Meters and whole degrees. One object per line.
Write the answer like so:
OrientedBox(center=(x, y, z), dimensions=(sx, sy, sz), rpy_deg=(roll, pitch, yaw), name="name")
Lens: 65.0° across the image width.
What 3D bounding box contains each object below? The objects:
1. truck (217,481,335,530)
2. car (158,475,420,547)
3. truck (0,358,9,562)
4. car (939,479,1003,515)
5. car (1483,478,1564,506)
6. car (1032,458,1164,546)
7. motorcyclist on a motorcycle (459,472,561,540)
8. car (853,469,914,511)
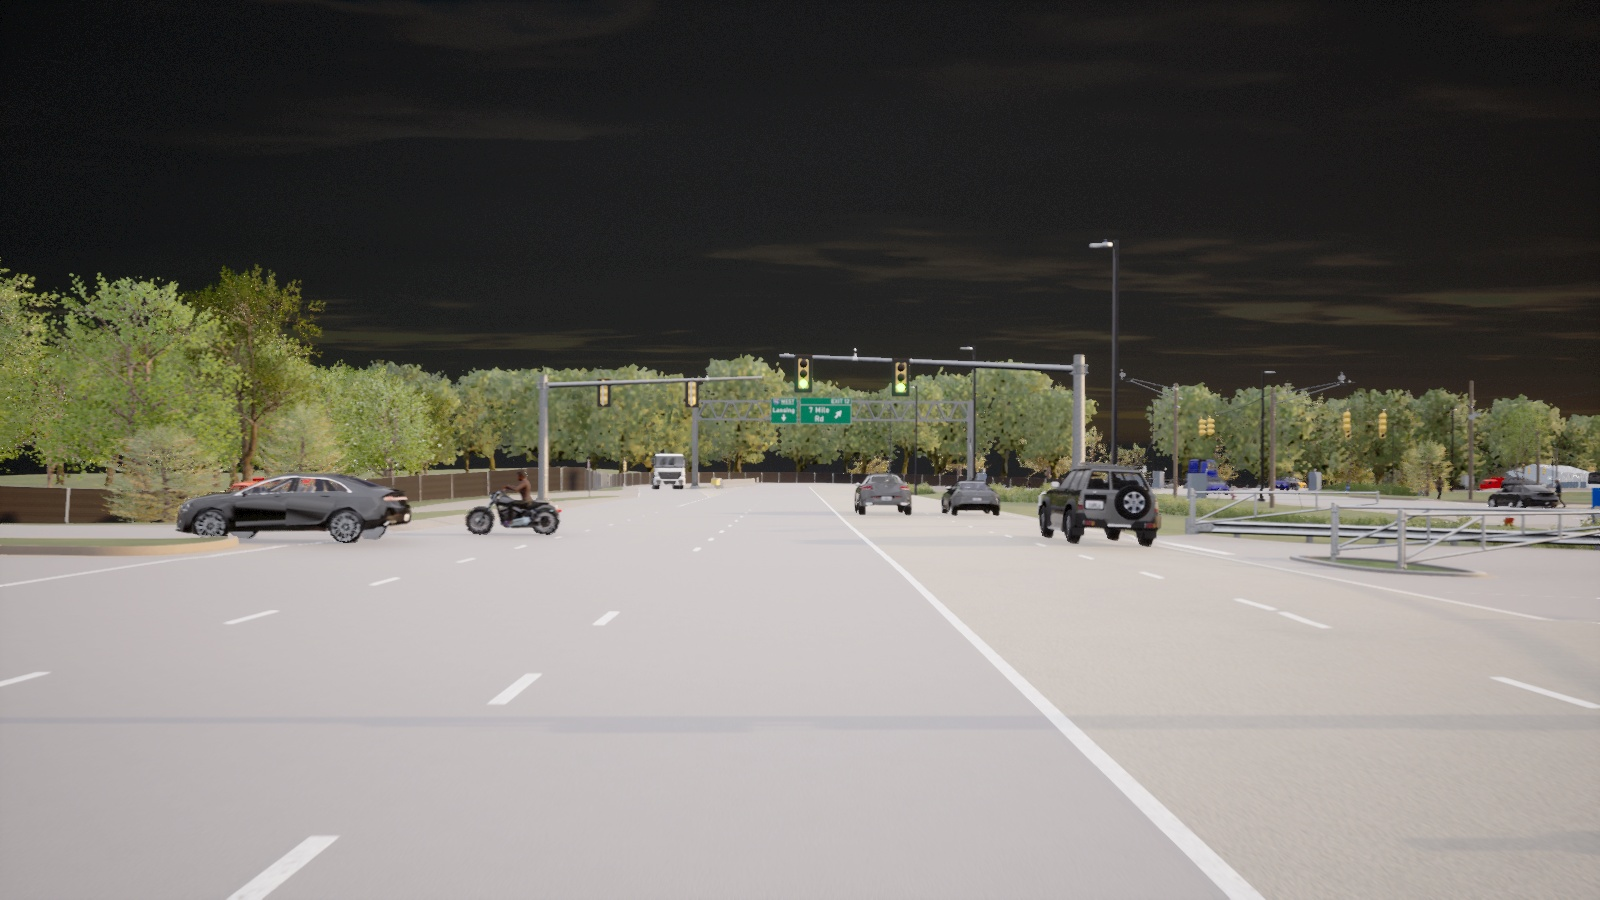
OrientedBox(center=(-27.329, 2.843, 65.642), dimensions=(2.627, 2.467, 5.204), rpy_deg=(-1, -2, 27), name="truck")
OrientedBox(center=(-11.163, 1.312, 27.717), dimensions=(4.902, 1.511, 2.128), rpy_deg=(0, -1, 0), name="car")
OrientedBox(center=(-17.505, 0.155, 20.023), dimensions=(7.936, 3.462, 2.891), rpy_deg=(0, -1, 0), name="truck")
OrientedBox(center=(6.879, 1.862, 50.887), dimensions=(1.994, 1.385, 4.181), rpy_deg=(0, -1, 0), name="car")
OrientedBox(center=(41.548, 2.411, 72.288), dimensions=(1.837, 1.490, 4.892), rpy_deg=(0, -1, 0), name="car")
OrientedBox(center=(6.948, 1.197, 29.772), dimensions=(1.932, 1.855, 4.605), rpy_deg=(2, -1, 0), name="car")
OrientedBox(center=(-7.202, 1.382, 31.251), dimensions=(2.350, 1.649, 0.766), rpy_deg=(0, -1, -1), name="motorcyclist on a motorcycle")
OrientedBox(center=(3.376, 1.603, 51.562), dimensions=(2.152, 1.651, 5.027), rpy_deg=(0, -1, 0), name="car")
